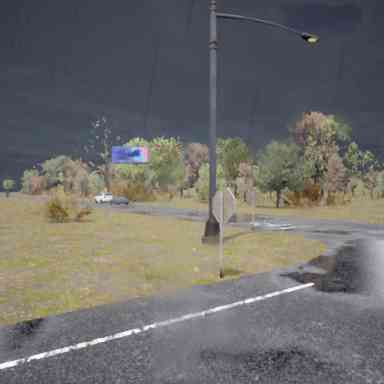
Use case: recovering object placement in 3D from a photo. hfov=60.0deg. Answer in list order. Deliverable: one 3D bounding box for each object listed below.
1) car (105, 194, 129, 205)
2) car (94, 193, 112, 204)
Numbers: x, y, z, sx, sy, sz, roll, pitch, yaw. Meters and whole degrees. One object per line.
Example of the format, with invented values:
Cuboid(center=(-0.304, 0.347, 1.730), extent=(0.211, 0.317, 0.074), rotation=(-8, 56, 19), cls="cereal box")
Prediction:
Cuboid(center=(-12.118, 1.447, 55.142), extent=(2.033, 1.411, 5.357), rotation=(0, 0, -33), cls="car")
Cuboid(center=(-16.129, 1.108, 61.079), extent=(2.150, 2.045, 5.566), rotation=(0, 0, -34), cls="car")
